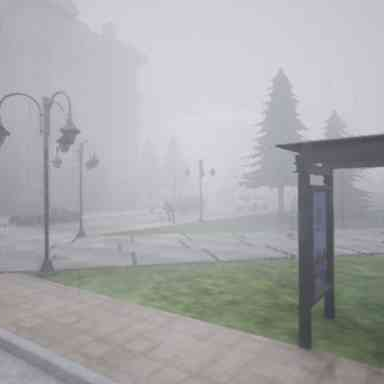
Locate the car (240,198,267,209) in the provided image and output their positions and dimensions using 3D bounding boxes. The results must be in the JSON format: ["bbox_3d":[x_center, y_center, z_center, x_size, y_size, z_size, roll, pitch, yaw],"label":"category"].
[{"bbox_3d":[9.534,1.673,51.194,2.128,1.511,4.902,-1,0,36],"label":"car"}]

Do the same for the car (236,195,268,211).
[{"bbox_3d":[7.730,1.357,42.591,2.150,2.045,5.566,-1,-1,36],"label":"car"}]

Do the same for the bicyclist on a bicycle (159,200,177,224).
[{"bbox_3d":[-1.702,1.410,23.250,1.656,1.620,0.582,-1,-1,36],"label":"bicyclist on a bicycle"}]

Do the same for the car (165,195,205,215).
[{"bbox_3d":[-0.672,1.393,37.360,2.150,2.045,5.566,-1,0,36],"label":"car"}]

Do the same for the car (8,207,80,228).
[{"bbox_3d":[-10.477,1.774,23.912,1.895,1.301,4.718,-1,0,36],"label":"car"}]
